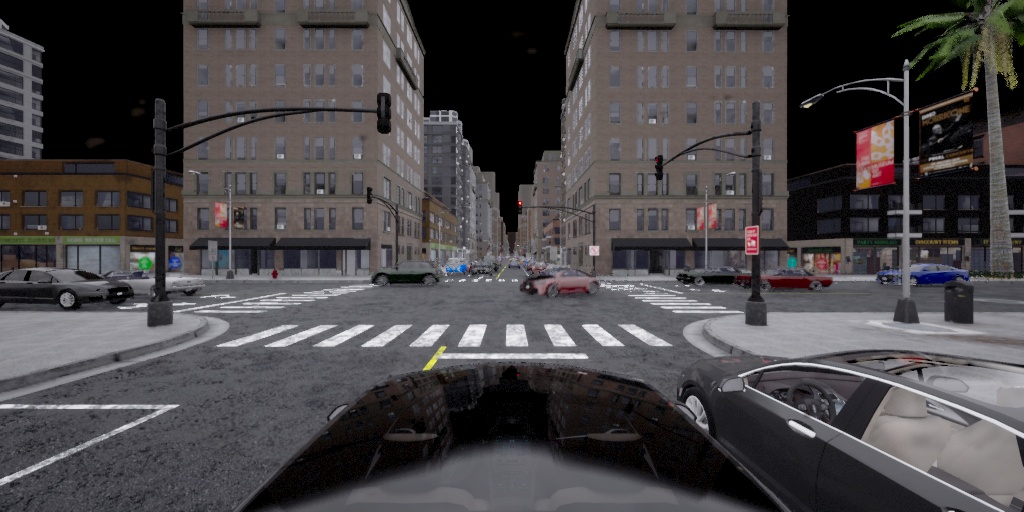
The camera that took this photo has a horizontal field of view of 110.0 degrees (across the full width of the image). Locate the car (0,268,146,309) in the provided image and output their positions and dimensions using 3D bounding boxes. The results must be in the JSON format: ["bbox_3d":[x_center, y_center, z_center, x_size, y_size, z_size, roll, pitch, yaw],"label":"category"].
[{"bbox_3d":[-17.937,1.232,14.161,4.892,1.490,1.837,0,0,0],"label":"car"}]

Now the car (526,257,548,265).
[{"bbox_3d":[2.822,1.192,36.943,1.967,1.591,4.097,0,0,0],"label":"car"}]

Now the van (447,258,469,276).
[{"bbox_3d":[-5.704,1.093,36.981,1.690,1.789,3.998,0,0,0],"label":"van"}]

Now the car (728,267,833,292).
[{"bbox_3d":[15.733,1.373,21.032,4.718,1.301,1.895,0,0,0],"label":"car"}]

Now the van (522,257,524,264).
[{"bbox_3d":[2.929,1.094,59.620,1.690,1.789,3.998,0,0,0],"label":"van"}]

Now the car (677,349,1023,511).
[{"bbox_3d":[2.669,1.300,2.293,2.007,1.370,4.403,0,0,0],"label":"car"}]

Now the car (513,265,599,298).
[{"bbox_3d":[2.447,1.319,18.395,4.181,1.385,1.994,0,0,-31],"label":"car"}]

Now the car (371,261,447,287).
[{"bbox_3d":[-7.010,1.098,24.167,4.553,1.767,2.097,0,0,0],"label":"car"}]

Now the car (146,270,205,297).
[{"bbox_3d":[-17.896,1.324,17.410,4.718,1.301,1.895,0,0,0],"label":"car"}]

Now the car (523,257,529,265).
[{"bbox_3d":[2.876,1.193,48.281,1.967,1.591,4.097,0,0,0],"label":"car"}]

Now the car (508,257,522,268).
[{"bbox_3d":[0.363,1.316,59.853,1.994,1.385,4.181,0,0,0],"label":"car"}]

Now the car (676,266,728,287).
[{"bbox_3d":[13.737,1.365,24.272,4.718,1.301,1.895,0,0,0],"label":"car"}]

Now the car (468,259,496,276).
[{"bbox_3d":[-2.948,1.316,36.619,1.994,1.385,4.181,0,0,0],"label":"car"}]

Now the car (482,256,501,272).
[{"bbox_3d":[-2.900,0.975,45.927,2.150,2.045,5.566,0,0,0],"label":"car"}]

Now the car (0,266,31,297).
[{"bbox_3d":[-26.883,1.235,17.366,4.674,1.442,1.812,0,0,0],"label":"car"}]

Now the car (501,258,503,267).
[{"bbox_3d":[-2.852,1.354,55.718,1.895,1.301,4.718,0,0,0],"label":"car"}]

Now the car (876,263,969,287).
[{"bbox_3d":[27.752,1.267,24.340,5.008,1.535,1.882,0,0,0],"label":"car"}]
